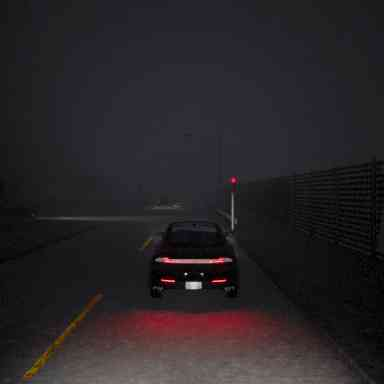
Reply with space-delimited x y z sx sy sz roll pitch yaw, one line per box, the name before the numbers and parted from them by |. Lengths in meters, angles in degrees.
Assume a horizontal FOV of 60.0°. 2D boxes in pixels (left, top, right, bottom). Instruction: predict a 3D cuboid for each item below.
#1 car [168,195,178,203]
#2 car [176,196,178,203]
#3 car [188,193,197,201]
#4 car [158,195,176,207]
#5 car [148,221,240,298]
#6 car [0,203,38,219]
car | -3.951 1.478 71.138 1.882 1.535 5.008 0 0 0
car | -4.025 1.601 60.703 1.895 1.301 4.718 0 0 0
car | 0.056 1.225 87.465 2.150 2.045 5.566 0 0 0
car | -4.060 1.352 51.335 2.097 1.767 4.553 0 0 0
car | 0.054 1.492 8.498 2.128 1.511 4.902 0 0 1
car | -15.689 1.601 28.191 4.718 1.301 1.895 0 0 0
